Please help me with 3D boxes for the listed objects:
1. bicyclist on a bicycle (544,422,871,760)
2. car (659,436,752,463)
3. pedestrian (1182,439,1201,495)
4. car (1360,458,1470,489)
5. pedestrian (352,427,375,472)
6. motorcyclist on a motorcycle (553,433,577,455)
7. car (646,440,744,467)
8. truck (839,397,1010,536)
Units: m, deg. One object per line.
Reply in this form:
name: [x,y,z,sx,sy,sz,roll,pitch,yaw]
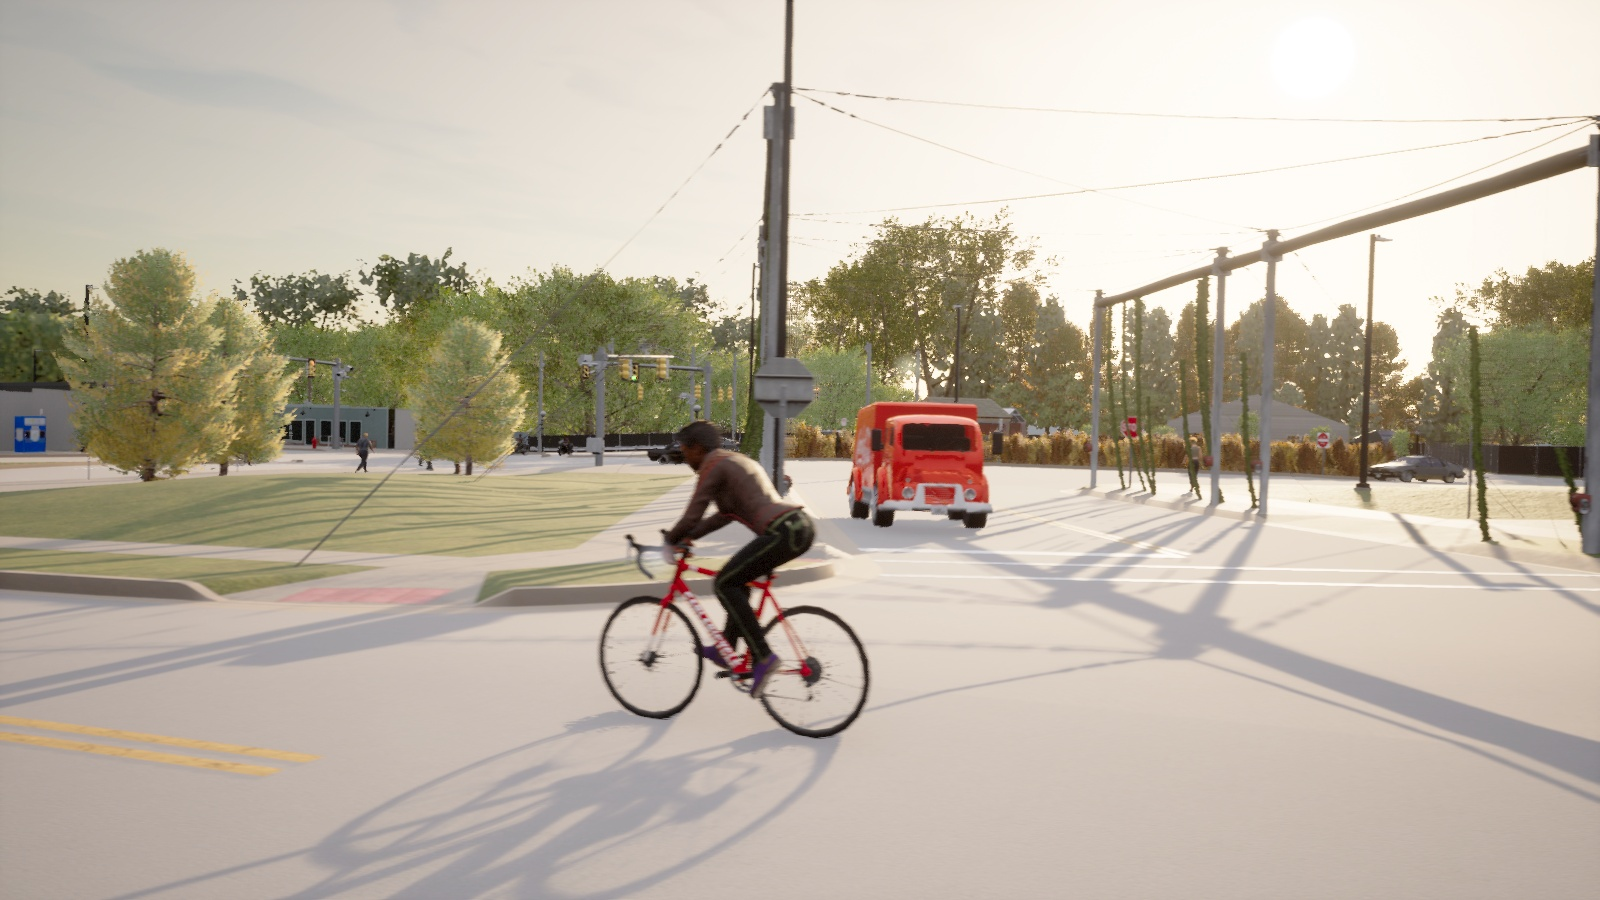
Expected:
bicyclist on a bicycle: [-0.502,0.663,6.628,1.656,1.620,0.582,1,1,27]
car: [-5.330,-0.047,70.768,4.892,1.490,1.837,1,1,22]
pedestrian: [12.997,0.557,41.679,0.345,1.836,0.594,2,2,-1]
car: [32.185,1.248,65.730,5.357,1.411,2.033,2,1,-21]
pedestrian: [-18.340,-0.037,52.758,0.540,1.848,0.694,2,2,19]
motorcyclist on a motorcycle: [-16.906,-0.436,90.329,0.797,1.523,2.044,2,0,18]
car: [-5.450,0.157,65.379,4.718,1.301,1.895,1,1,22]
truck: [2.382,0.301,25.684,2.627,2.467,5.204,2,0,-3]
